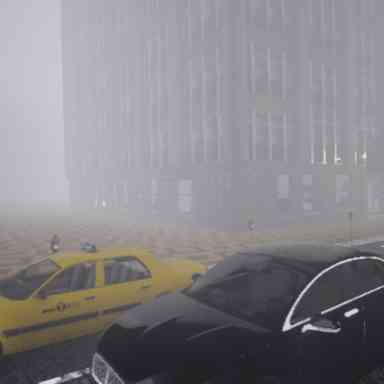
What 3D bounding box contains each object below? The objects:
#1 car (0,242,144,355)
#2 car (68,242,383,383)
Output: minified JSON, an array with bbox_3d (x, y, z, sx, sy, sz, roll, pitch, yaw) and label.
[{"bbox_3d":[-1.861,1.518,5.228,4.829,1.417,1.752,0,-1,-35],"label":"car"},{"bbox_3d":[1.219,1.486,4.245,4.892,1.490,1.837,0,0,-35],"label":"car"}]
